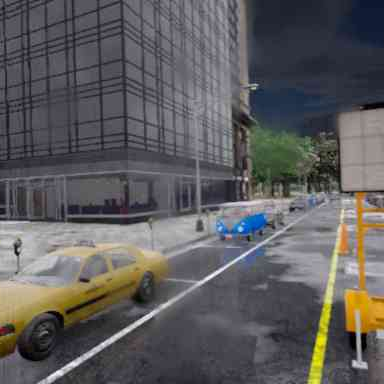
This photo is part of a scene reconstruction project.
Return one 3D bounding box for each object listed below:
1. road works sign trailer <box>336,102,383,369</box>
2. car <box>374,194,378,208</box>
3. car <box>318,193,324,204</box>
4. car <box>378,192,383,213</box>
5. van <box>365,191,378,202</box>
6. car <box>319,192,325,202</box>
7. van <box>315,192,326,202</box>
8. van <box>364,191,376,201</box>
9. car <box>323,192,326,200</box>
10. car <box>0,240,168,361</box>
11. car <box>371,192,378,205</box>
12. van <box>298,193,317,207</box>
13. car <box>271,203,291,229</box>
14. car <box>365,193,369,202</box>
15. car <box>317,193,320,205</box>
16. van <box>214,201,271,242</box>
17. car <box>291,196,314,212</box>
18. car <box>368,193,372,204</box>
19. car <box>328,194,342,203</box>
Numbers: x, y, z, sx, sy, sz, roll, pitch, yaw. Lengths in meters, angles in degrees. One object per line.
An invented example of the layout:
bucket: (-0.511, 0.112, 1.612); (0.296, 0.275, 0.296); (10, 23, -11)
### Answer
road works sign trailer: (3.555, 0.382, 5.052); (2.380, 3.560, 2.880); (-2, 0, 25)
car: (19.364, 1.140, 32.429); (2.008, 1.369, 4.403); (-2, 0, 25)
car: (18.514, 1.310, 50.815); (1.947, 1.339, 4.313); (-2, 0, 25)
car: (17.064, 0.945, 27.501); (2.192, 1.841, 5.009); (-2, 0, 25)
van: (30.817, 0.734, 57.085); (1.690, 1.788, 3.998); (-2, 0, 25)
car: (20.734, 1.232, 55.593); (1.752, 1.417, 4.829); (-2, 0, 25)
van: (25.383, 0.970, 65.609); (1.690, 1.788, 3.998); (-2, 0, 25)
van: (33.109, 0.695, 62.016); (1.690, 1.788, 3.998); (-2, 0, 25)
car: (23.094, 1.107, 60.678); (1.967, 1.590, 4.097); (-2, 0, 25)
car: (-2.186, 1.638, 6.285); (1.752, 1.417, 4.829); (-2, 0, 25)
car: (21.727, 1.073, 37.515); (1.752, 1.417, 4.829); (-2, 0, 25)
van: (13.923, 1.165, 40.956); (1.690, 1.788, 3.998); (-2, 0, 25)
car: (4.762, 1.537, 21.231); (2.008, 1.369, 4.403); (-2, 0, 25)
car: (26.236, 0.910, 47.222); (1.967, 1.590, 4.097); (-2, 0, 25)
car: (16.150, 1.310, 45.731); (1.752, 1.417, 4.829); (-2, 0, 25)
van: (2.463, 1.369, 16.302); (1.690, 1.788, 3.998); (-2, 0, 25)
car: (11.638, 1.429, 36.023); (1.947, 1.339, 4.313); (-2, 0, 25)
car: (23.948, 1.054, 42.291); (1.887, 1.381, 4.507); (-2, 0, 25)
car: (25.543, 1.086, 59.387); (1.837, 1.490, 4.892); (-2, -1, 25)
